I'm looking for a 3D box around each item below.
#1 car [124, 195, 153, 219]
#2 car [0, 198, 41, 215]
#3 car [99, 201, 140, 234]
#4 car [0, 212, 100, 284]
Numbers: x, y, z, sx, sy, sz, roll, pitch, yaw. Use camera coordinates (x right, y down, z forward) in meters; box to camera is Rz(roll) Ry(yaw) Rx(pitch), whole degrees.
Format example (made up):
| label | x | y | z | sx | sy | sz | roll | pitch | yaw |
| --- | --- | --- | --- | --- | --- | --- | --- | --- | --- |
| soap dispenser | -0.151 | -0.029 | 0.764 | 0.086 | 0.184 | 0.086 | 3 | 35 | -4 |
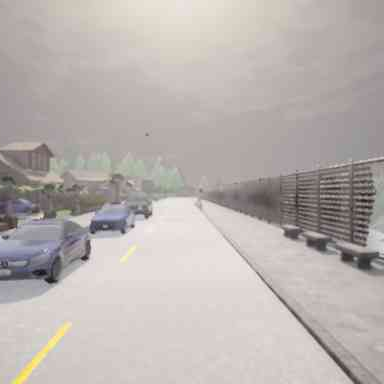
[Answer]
| label | x | y | z | sx | sy | sz | roll | pitch | yaw |
| --- | --- | --- | --- | --- | --- | --- | --- | --- | --- |
| car | -4.809 | 1.267 | 30.187 | 2.150 | 2.045 | 5.566 | 0 | 0 | -1 |
| car | -15.286 | 1.281 | 29.420 | 3.633 | 1.501 | 1.845 | 0 | 0 | -4 |
| car | -4.570 | 1.516 | 19.788 | 1.882 | 1.535 | 5.008 | 0 | 0 | -1 |
| car | -4.302 | 1.557 | 9.818 | 1.812 | 1.442 | 4.674 | 0 | 0 | -2 |
